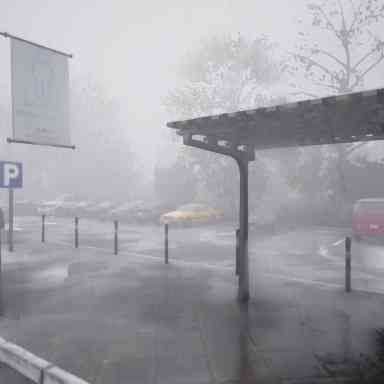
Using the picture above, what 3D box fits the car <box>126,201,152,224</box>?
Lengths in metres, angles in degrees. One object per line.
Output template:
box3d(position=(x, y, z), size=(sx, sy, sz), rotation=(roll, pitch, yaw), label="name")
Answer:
box3d(position=(-2.141, 1.505, 24.283), size=(2.163, 1.488, 4.792), rotation=(0, 0, 36), label="car")

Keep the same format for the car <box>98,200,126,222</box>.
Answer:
box3d(position=(-4.412, 1.474, 25.877), size=(2.231, 1.521, 4.892), rotation=(0, 0, 36), label="car")

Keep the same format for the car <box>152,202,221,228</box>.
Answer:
box3d(position=(-0.007, 1.475, 22.495), size=(1.946, 1.575, 5.366), rotation=(0, 0, 36), label="car")

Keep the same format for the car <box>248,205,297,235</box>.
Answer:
box3d(position=(4.603, 1.514, 19.396), size=(2.163, 1.488, 4.792), rotation=(0, 0, 36), label="car")

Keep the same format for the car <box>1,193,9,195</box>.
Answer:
box3d(position=(-24.766, 1.154, 40.367), size=(2.435, 2.045, 5.566), rotation=(0, 0, 36), label="car")

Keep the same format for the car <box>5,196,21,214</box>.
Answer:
box3d(position=(-15.715, 1.455, 33.933), size=(2.097, 1.535, 5.008), rotation=(0, 0, 36), label="car")

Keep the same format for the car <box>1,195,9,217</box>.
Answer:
box3d(position=(-17.865, 1.445, 35.701), size=(1.946, 1.575, 5.366), rotation=(0, 0, 36), label="car")

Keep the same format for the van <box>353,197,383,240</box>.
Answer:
box3d(position=(9.204, 1.264, 16.289), size=(1.878, 1.987, 4.442), rotation=(0, 0, 36), label="van")

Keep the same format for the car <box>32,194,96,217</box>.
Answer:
box3d(position=(-11.210, 1.213, 30.687), size=(2.435, 2.045, 5.566), rotation=(0, 0, 36), label="car")

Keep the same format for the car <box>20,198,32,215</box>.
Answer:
box3d(position=(-13.455, 1.462, 32.318), size=(2.231, 1.521, 4.892), rotation=(0, 0, 36), label="car")

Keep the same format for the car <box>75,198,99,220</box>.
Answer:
box3d(position=(-6.672, 1.470, 27.489), size=(2.097, 1.535, 5.008), rotation=(0, 0, 36), label="car")

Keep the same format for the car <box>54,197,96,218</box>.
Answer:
box3d(position=(-8.931, 1.467, 29.102), size=(2.097, 1.535, 5.008), rotation=(0, 0, 36), label="car")
